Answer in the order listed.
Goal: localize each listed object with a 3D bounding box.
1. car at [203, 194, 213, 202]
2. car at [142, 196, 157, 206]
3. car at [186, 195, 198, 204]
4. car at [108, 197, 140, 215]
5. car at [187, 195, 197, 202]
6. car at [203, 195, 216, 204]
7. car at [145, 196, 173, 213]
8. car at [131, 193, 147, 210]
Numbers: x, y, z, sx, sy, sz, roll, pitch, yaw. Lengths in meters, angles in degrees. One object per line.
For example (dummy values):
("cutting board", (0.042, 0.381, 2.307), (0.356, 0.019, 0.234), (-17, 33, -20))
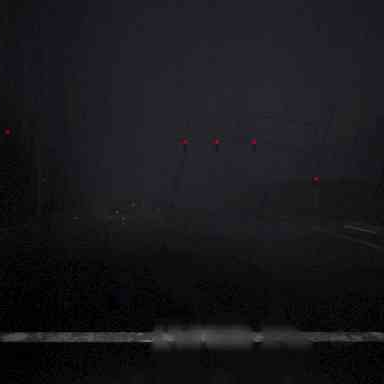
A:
("car", (3.490, 1.355, 74.375), (2.097, 1.767, 4.553), (0, 0, 0))
("car", (-7.096, 1.502, 56.242), (1.837, 1.490, 4.892), (0, 1, 0))
("car", (-0.011, 1.505, 63.685), (1.837, 1.490, 4.892), (0, 0, 0))
("car", (-7.106, 1.547, 34.179), (2.033, 1.411, 5.357), (0, 0, 0))
("car", (-0.012, 1.413, 73.795), (1.994, 1.385, 4.181), (0, 0, 0))
("car", (3.594, 1.547, 64.152), (2.033, 1.411, 5.357), (0, 0, 0))
("car", (-3.605, 1.492, 37.615), (2.128, 1.511, 4.902), (0, 0, 0))
("car", (-7.108, 1.221, 44.367), (2.150, 2.045, 5.566), (0, 0, 0))
